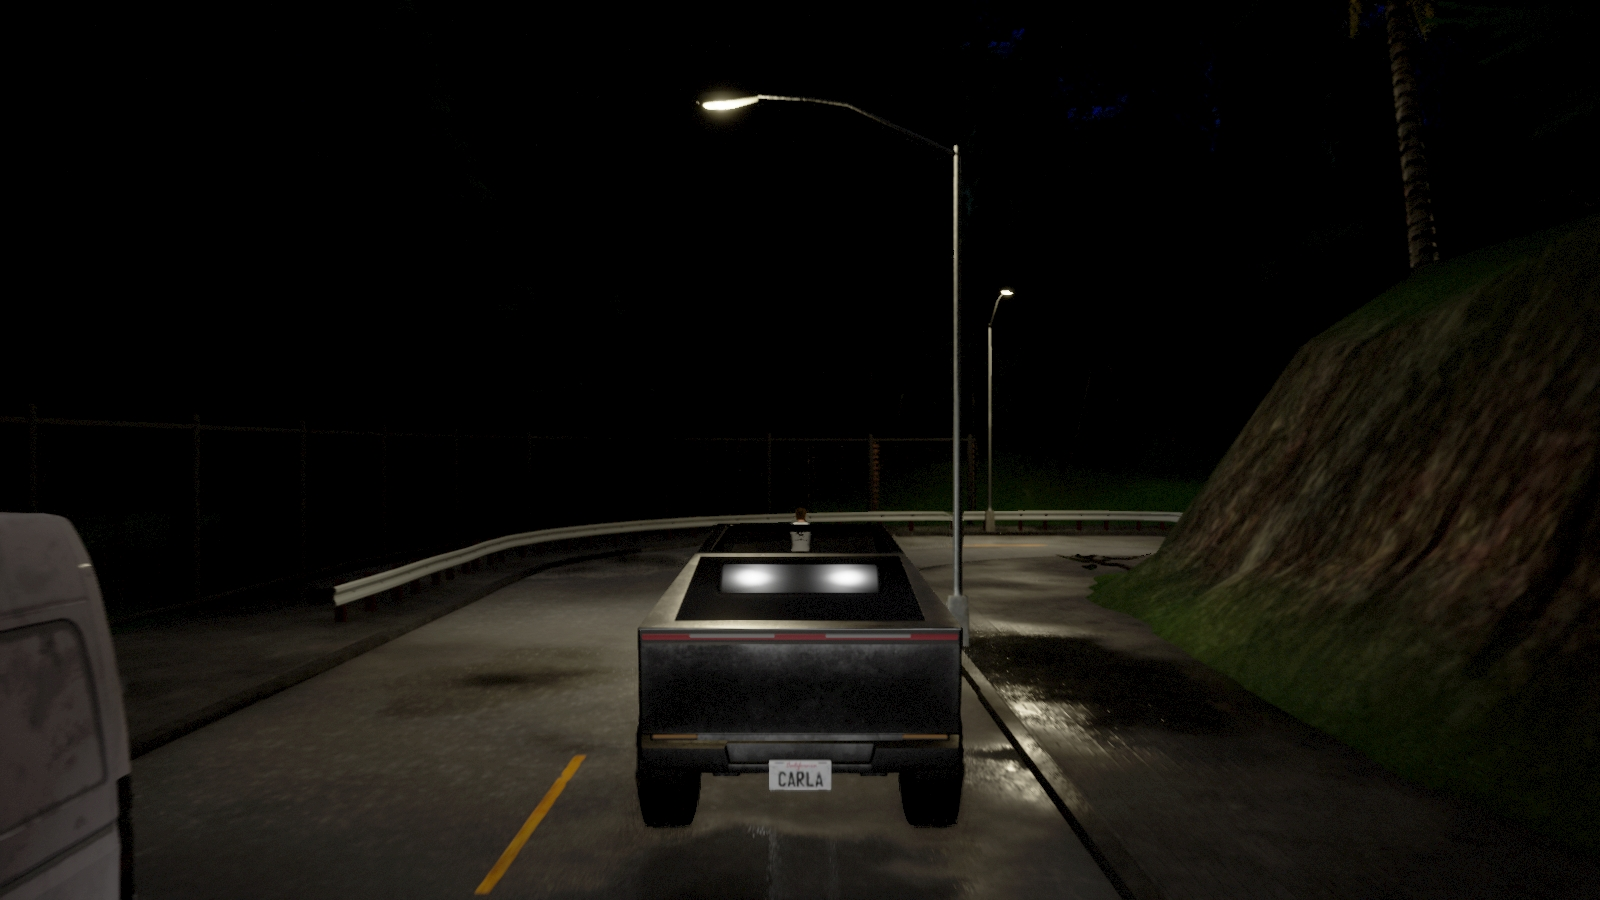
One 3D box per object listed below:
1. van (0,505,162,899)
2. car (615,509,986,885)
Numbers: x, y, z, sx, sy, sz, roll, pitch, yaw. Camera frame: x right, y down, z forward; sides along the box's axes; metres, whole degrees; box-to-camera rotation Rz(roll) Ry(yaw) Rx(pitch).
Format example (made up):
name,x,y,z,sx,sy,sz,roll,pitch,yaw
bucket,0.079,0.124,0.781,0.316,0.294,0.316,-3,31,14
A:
name,x,y,z,sx,sy,sz,roll,pitch,yaw
van,-4.003,1.535,2.433,1.988,2.561,5.915,0,0,0
car,0.000,1.755,10.496,2.390,2.098,6.274,0,0,0
